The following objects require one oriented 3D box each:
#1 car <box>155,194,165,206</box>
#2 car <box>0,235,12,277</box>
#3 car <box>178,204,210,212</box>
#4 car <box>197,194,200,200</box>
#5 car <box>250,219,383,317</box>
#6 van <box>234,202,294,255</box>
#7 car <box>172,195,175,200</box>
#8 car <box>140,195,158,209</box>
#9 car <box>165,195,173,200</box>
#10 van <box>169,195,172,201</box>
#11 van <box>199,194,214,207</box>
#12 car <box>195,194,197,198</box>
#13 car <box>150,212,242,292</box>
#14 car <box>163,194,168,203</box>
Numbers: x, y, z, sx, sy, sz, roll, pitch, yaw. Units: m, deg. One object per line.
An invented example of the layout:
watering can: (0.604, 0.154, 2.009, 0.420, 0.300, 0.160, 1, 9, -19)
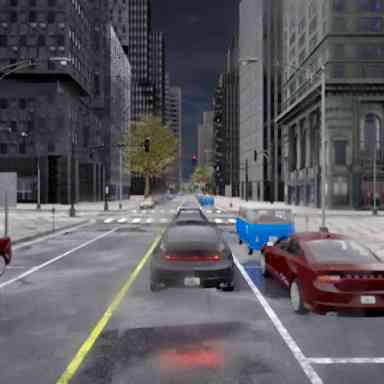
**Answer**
car: (-6.125, 1.533, 56.049, 1.887, 1.381, 4.507, 0, 0, 0)
car: (-5.824, 1.540, 7.376, 1.887, 1.381, 4.507, 0, 0, 0)
car: (-0.106, 1.554, 17.862, 1.994, 1.385, 4.181, 0, 0, 0)
car: (2.363, 1.535, 61.748, 1.887, 1.381, 4.507, 0, 0, 0)
car: (2.731, 1.540, 7.414, 1.887, 1.381, 4.507, 0, 0, 0)
van: (2.697, 1.333, 12.939, 1.690, 1.788, 3.998, 0, 0, 0)
car: (-6.332, 1.572, 87.781, 1.947, 1.339, 4.313, 0, 0, 0)
car: (-6.061, 1.512, 45.298, 1.752, 1.417, 4.829, 0, 0, 0)
car: (-6.366, 1.536, 92.901, 1.752, 1.417, 4.829, 0, 0, 0)
van: (-6.263, 1.340, 77.204, 1.690, 1.788, 3.998, 0, 0, 0)
van: (2.434, 1.328, 50.922, 1.690, 1.788, 3.998, 0, 0, 0)
car: (2.292, 1.547, 72.575, 2.008, 1.369, 4.403, 0, 0, 0)
car: (0.005, 1.499, 8.915, 1.837, 1.490, 4.892, 0, 0, 0)
car: (-6.159, 1.305, 61.338, 2.192, 1.841, 5.009, 0, 0, 0)
